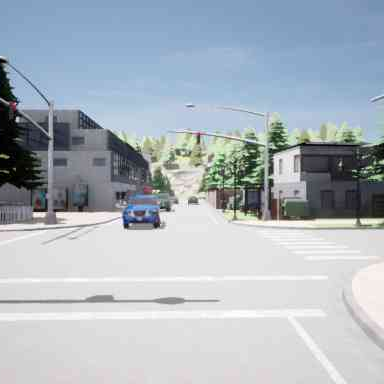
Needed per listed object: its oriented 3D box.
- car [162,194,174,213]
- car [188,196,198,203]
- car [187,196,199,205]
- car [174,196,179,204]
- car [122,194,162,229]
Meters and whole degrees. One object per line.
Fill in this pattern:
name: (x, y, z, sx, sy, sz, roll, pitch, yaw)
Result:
car: (-3.544, 1.221, 38.017, 2.150, 2.045, 5.566, 0, 0, 0)
car: (0.197, 1.547, 70.017, 2.033, 1.411, 5.357, 0, 0, 0)
car: (0.189, 1.505, 59.596, 1.837, 1.490, 4.892, 0, 0, 0)
car: (-3.439, 1.492, 61.256, 2.128, 1.511, 4.902, 0, 0, 1)
car: (-3.277, 1.221, 22.054, 2.150, 2.045, 5.566, 0, 0, -5)
